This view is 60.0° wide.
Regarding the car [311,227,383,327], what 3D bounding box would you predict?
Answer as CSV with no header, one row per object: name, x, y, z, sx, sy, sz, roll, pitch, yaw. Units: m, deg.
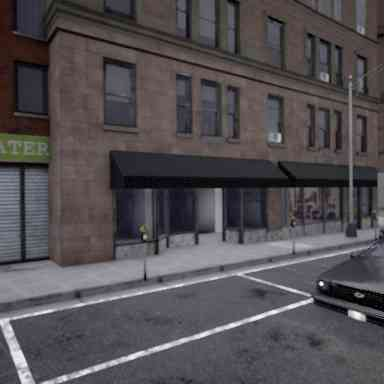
car,4.744,1.529,6.707,5.357,1.411,2.033,0,0,-35
